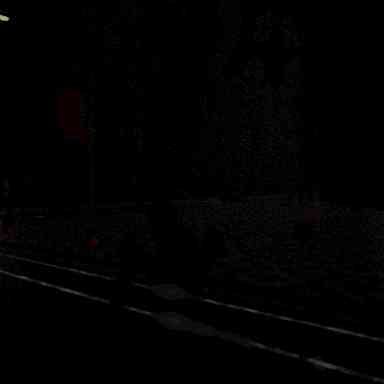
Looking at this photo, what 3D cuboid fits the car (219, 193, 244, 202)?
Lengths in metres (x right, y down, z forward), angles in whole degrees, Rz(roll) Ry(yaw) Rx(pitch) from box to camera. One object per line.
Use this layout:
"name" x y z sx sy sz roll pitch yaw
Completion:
"car" 6.301 0.859 52.854 2.033 1.411 5.357 0 1 36
